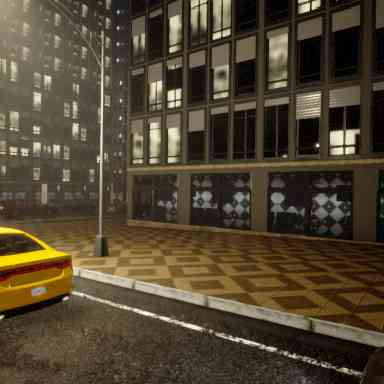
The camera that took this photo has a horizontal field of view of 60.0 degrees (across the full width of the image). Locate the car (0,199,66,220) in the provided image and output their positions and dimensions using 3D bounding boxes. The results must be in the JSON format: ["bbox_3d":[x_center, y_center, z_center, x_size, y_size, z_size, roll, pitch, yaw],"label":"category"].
[{"bbox_3d":[-14.387,1.519,29.600,2.192,1.841,5.009,1,0,36],"label":"car"}]

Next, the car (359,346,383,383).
[{"bbox_3d":[3.479,1.548,1.217,5.357,1.411,2.033,0,0,35],"label":"car"}]

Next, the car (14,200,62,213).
[{"bbox_3d":[-17.912,1.643,38.964,1.752,1.417,4.829,1,0,36],"label":"car"}]

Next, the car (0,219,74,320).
[{"bbox_3d":[-4.540,1.474,6.890,5.008,1.535,1.882,0,0,35],"label":"car"}]

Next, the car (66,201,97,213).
[{"bbox_3d":[-13.922,1.788,40.014,1.895,1.301,4.718,1,0,36],"label":"car"}]

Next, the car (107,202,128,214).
[{"bbox_3d":[-7.617,1.830,38.831,1.752,1.417,4.829,1,0,36],"label":"car"}]
